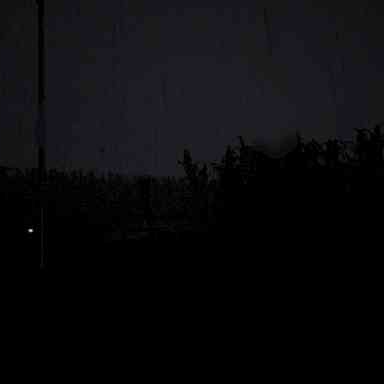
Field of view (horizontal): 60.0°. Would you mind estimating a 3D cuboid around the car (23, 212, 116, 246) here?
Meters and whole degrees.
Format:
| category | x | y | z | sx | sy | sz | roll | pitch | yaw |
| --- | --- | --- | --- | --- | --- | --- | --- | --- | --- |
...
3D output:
| category | x | y | z | sx | sy | sz | roll | pitch | yaw |
| --- | --- | --- | --- | --- | --- | --- | --- | --- | --- |
| car | -5.646 | 1.623 | 15.715 | 1.994 | 1.385 | 4.181 | -1 | -1 | 36 |
